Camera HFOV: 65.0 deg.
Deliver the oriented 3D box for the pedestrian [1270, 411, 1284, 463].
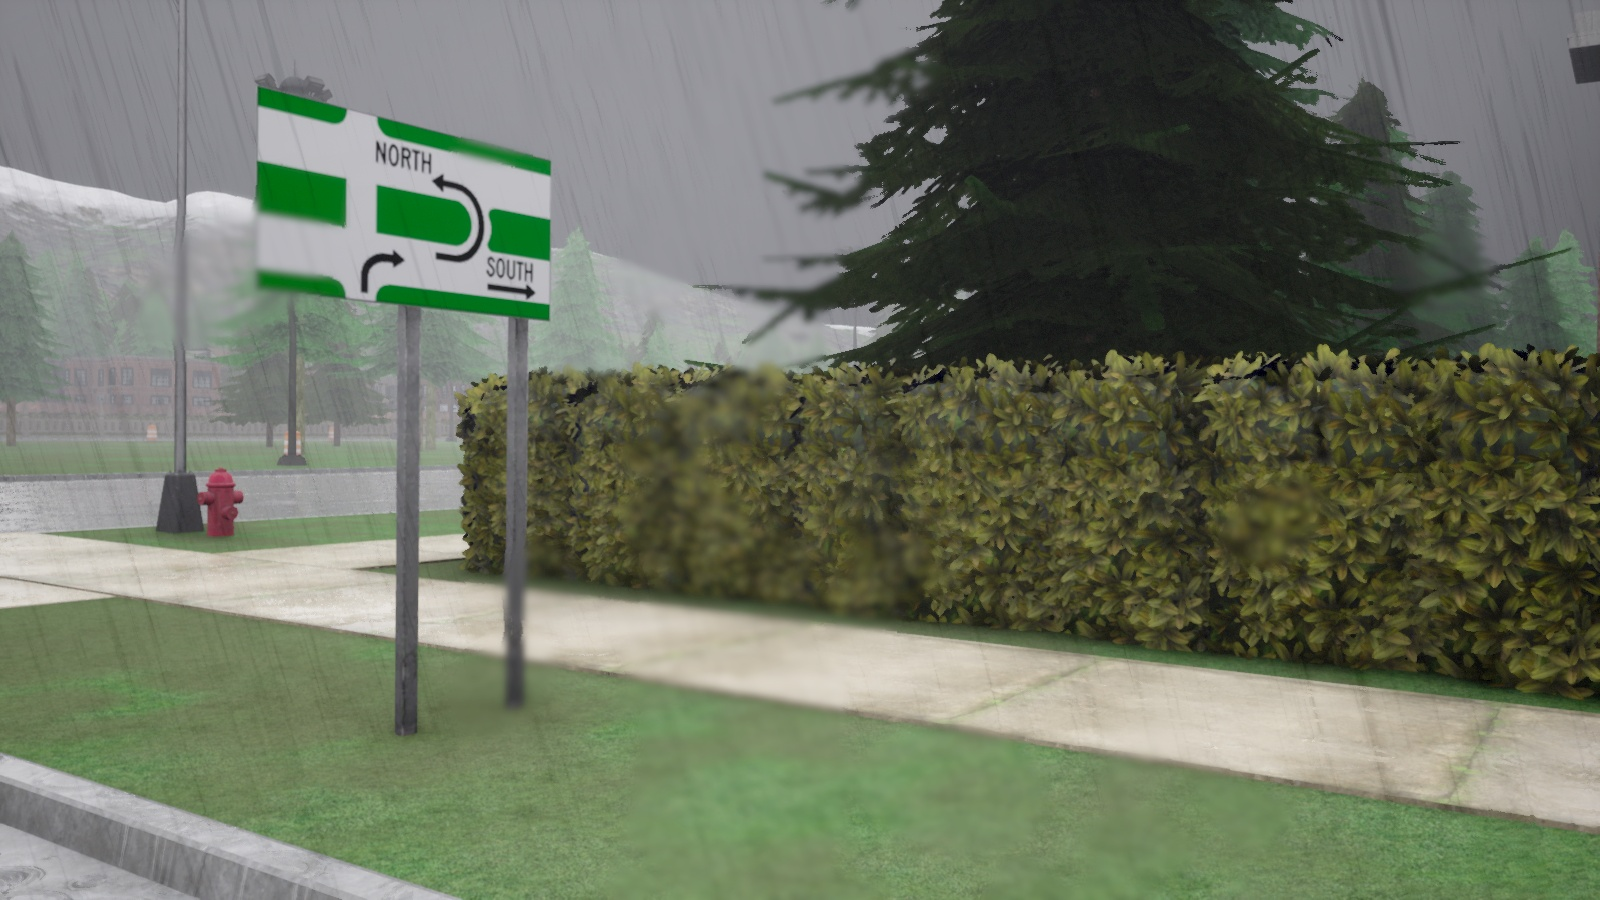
[{"bbox_3d":[16.856,-0.453,44.383,0.345,1.836,0.594,0,1,35],"label":"pedestrian"}]
